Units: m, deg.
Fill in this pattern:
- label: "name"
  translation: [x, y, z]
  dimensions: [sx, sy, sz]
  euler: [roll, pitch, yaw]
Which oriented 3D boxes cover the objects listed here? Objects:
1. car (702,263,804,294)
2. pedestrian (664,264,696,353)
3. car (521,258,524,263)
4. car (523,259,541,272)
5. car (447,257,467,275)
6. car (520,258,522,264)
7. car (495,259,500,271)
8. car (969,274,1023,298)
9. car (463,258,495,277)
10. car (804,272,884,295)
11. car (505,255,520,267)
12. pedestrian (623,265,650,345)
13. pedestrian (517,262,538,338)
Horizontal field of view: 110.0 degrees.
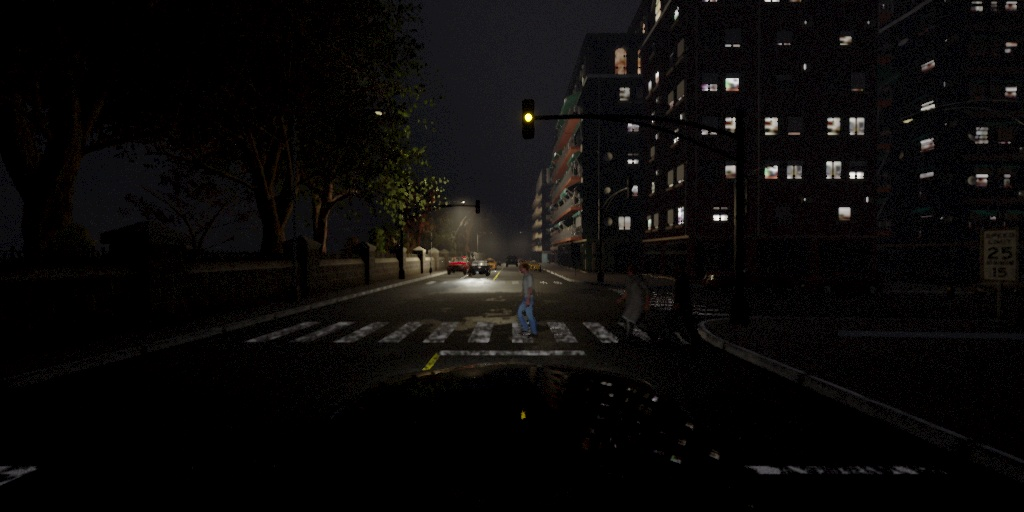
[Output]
- label: "car"
  translation: [14.598, 1.316, 22.237]
  dimensions: [5.009, 1.841, 2.192]
  euler: [0, 0, 0]
- label: "pedestrian"
  translation: [3.457, 1.037, 7.392]
  dimensions: [0.375, 1.860, 0.375]
  euler: [0, 0, 0]
- label: "car"
  translation: [2.689, 1.256, 49.892]
  dimensions: [1.888, 1.381, 4.507]
  euler: [0, 0, 0]
- label: "car"
  translation: [2.689, 1.238, 44.527]
  dimensions: [1.751, 1.417, 4.829]
  euler: [0, 0, 0]
- label: "car"
  translation: [-5.691, 1.031, 38.820]
  dimensions: [2.192, 1.841, 5.009]
  euler: [0, 0, 0]
- label: "car"
  translation: [2.689, 1.259, 55.427]
  dimensions: [2.007, 1.370, 4.403]
  euler: [0, 0, 0]
- label: "car"
  translation: [-3.087, 1.189, 49.599]
  dimensions: [1.882, 1.535, 5.008]
  euler: [0, 1, 0]
- label: "car"
  translation: [31.515, 1.836, 22.291]
  dimensions: [4.829, 1.417, 1.751]
  euler: [0, 0, 0]
- label: "car"
  translation: [-3.088, 1.208, 34.760]
  dimensions: [2.128, 1.511, 4.902]
  euler: [0, 0, 0]
- label: "car"
  translation: [20.293, 1.650, 22.256]
  dimensions: [4.507, 1.381, 1.888]
  euler: [0, 0, 0]
- label: "car"
  translation: [-0.001, 0.928, 63.750]
  dimensions: [2.150, 2.045, 5.566]
  euler: [0, 0, 0]
- label: "pedestrian"
  translation: [2.787, 1.037, 8.040]
  dimensions: [0.375, 1.860, 0.375]
  euler: [0, 0, 0]
- label: "pedestrian"
  translation: [0.383, 1.036, 8.640]
  dimensions: [0.375, 1.860, 0.375]
  euler: [0, 0, 0]
